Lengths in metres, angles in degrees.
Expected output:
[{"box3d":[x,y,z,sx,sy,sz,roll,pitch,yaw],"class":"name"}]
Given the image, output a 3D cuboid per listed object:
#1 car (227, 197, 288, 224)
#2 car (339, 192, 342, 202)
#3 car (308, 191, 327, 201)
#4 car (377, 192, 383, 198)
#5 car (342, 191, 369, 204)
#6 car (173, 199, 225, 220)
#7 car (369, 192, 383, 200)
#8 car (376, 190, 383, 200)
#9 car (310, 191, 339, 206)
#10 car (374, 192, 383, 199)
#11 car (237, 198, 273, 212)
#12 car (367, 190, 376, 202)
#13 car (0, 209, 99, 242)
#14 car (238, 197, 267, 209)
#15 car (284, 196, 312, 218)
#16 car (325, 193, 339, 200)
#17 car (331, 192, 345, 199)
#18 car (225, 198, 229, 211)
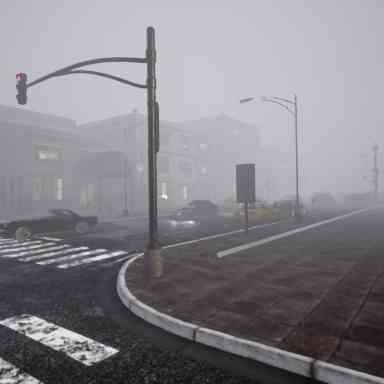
[{"box3d":[4.420,1.242,21.823,1.752,1.417,4.829,-1,0,36],"class":"car"},{"box3d":[26.620,0.868,56.747,2.128,1.511,4.902,-1,0,36],"class":"car"},{"box3d":[23.592,0.769,62.406,2.192,1.841,5.009,-1,0,36],"class":"car"},{"box3d":[43.217,0.652,75.115,1.887,1.381,4.507,-1,0,36],"class":"car"},{"box3d":[22.899,0.898,46.460,1.882,1.535,5.008,-1,0,36],"class":"car"},{"box3d":[0.430,1.334,26.180,1.812,1.442,4.674,-1,0,36],"class":"car"},{"box3d":[36.880,0.770,66.420,1.947,1.339,4.313,-1,0,36],"class":"car"},{"box3d":[33.621,0.570,61.946,2.192,1.841,5.009,-1,0,36],"class":"car"},{"box3d":[17.730,0.870,44.525,2.097,1.767,4.553,-1,0,36],"class":"car"},{"box3d":[40.136,0.720,70.893,1.947,1.339,4.313,-1,0,36],"class":"car"},{"box3d":[6.648,1.310,34.715,1.895,1.301,4.718,-1,0,36],"class":"car"},{"box3d":[27.023,0.860,52.117,1.837,1.490,4.892,-1,0,36],"class":"car"},{"box3d":[-7.128,1.532,16.345,1.895,1.301,4.718,-1,0,40],"class":"car"},{"box3d":[7.316,1.293,40.039,1.802,1.307,4.206,-1,0,36],"class":"car"},{"box3d":[7.576,1.217,26.159,2.008,1.369,4.403,-1,0,36],"class":"car"},{"box3d":[30.107,0.935,71.353,1.802,1.307,4.206,-1,0,36],"class":"car"},{"box3d":[33.362,0.743,75.826,1.967,1.590,4.097,-1,0,36],"class":"car"},{"box3d":[3.960,1.290,35.428,1.752,1.417,4.829,-1,0,36],"class":"car"}]
